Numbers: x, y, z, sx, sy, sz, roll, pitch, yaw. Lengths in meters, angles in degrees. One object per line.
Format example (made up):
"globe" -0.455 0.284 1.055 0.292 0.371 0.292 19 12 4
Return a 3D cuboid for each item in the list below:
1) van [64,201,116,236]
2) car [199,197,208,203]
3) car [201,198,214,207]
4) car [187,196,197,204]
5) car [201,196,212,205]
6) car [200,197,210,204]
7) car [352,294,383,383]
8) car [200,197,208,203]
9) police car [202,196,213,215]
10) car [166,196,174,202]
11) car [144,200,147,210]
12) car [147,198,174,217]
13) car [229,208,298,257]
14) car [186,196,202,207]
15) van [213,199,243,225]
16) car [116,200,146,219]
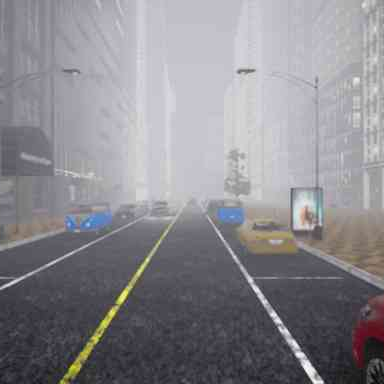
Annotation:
"van" -5.674 1.409 18.540 1.690 1.788 3.998 0 0 0
"car" 2.730 1.861 81.094 2.008 1.369 4.403 0 0 0
"car" 2.721 1.771 58.338 2.008 1.369 4.403 0 0 0
"car" 0.028 1.686 68.231 1.837 1.490 4.892 0 0 0
"car" 2.723 1.683 64.027 1.967 1.590 4.097 0 0 0
"car" 2.726 1.810 69.716 1.887 1.381 4.507 0 0 0
"car" 2.699 1.321 1.450 2.192 1.841 5.009 0 0 0
"car" 2.728 1.870 75.405 1.802 1.307 4.206 0 0 0
"police car" 2.382 1.559 35.950 1.930 1.638 5.238 0 0 0
"car" -5.648 1.878 86.809 1.887 1.381 4.507 0 0 0
"car" -5.667 1.705 41.296 2.008 1.369 4.403 0 0 0
"car" -3.079 1.630 33.585 1.837 1.490 4.892 0 0 0
"car" 2.702 1.574 12.997 1.752 1.417 4.829 0 0 0
"car" 0.022 1.695 53.972 2.128 1.511 4.902 0 0 0
"van" 2.709 1.431 24.206 1.690 1.788 3.998 0 0 0
"car" -5.672 1.677 29.918 1.947 1.339 4.313 0 0 0
